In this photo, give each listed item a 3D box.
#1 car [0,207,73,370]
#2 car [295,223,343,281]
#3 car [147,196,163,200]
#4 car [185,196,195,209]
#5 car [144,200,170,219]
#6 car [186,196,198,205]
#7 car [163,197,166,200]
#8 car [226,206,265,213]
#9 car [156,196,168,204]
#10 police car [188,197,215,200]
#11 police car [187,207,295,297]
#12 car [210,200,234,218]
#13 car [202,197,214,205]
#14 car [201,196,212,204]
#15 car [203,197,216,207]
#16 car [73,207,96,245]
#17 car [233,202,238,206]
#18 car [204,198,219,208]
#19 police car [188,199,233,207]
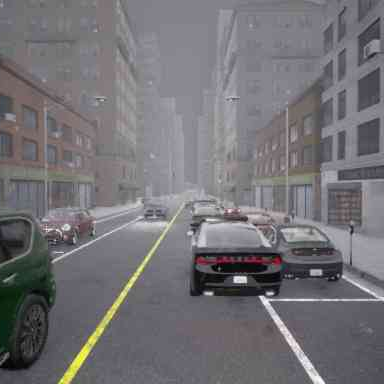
[{"bbox_3d":[-3.103,1.221,2.789,2.150,2.045,5.566,0,0,0],"label":"car"},{"bbox_3d":[2.748,1.549,9.550,2.008,1.369,4.403,-1,0,0],"label":"car"},{"bbox_3d":[-5.787,1.451,48.084,1.967,1.590,4.097,-1,0,0],"label":"car"},{"bbox_3d":[-0.001,1.535,45.195,1.812,1.442,4.674,0,0,0],"label":"car"},{"bbox_3d":[-3.008,1.602,28.794,1.895,1.301,4.718,0,0,0],"label":"car"},{"bbox_3d":[-0.015,1.510,58.960,2.128,1.511,4.902,0,0,0],"label":"car"},{"bbox_3d":[-5.787,1.580,53.590,1.947,1.339,4.313,-1,0,0],"label":"car"},{"bbox_3d":[2.747,1.544,15.055,1.887,1.381,4.507,-1,0,0],"label":"car"},{"bbox_3d":[-5.789,1.567,64.600,1.887,1.381,4.507,-1,0,0],"label":"car"},{"bbox_3d":[0.892,1.426,24.762,1.930,1.638,5.238,0,0,0],"label":"police car"},{"bbox_3d":[0.896,1.424,8.761,1.930,1.638,5.238,0,0,0],"label":"police car"},{"bbox_3d":[2.743,1.548,31.571,1.887,1.381,4.507,-1,0,0],"label":"car"},{"bbox_3d":[2.737,1.563,59.096,1.887,1.381,4.507,-1,0,0],"label":"car"},{"bbox_3d":[2.736,1.567,64.602,1.887,1.381,4.507,-1,0,0],"label":"car"},{"bbox_3d":[2.738,1.559,53.591,1.887,1.381,4.507,-1,0,0],"label":"car"},{"bbox_3d":[-5.780,1.439,15.053,1.967,1.590,4.097,-1,0,0],"label":"car"},{"bbox_3d":[2.743,1.441,26.066,1.967,1.590,4.097,-1,0,0],"label":"car"},{"bbox_3d":[2.740,1.577,48.086,1.947,1.339,4.313,-1,0,0],"label":"car"},{"bbox_3d":[0.890,1.425,18.762,1.930,1.638,5.238,0,0,0],"label":"police car"}]
